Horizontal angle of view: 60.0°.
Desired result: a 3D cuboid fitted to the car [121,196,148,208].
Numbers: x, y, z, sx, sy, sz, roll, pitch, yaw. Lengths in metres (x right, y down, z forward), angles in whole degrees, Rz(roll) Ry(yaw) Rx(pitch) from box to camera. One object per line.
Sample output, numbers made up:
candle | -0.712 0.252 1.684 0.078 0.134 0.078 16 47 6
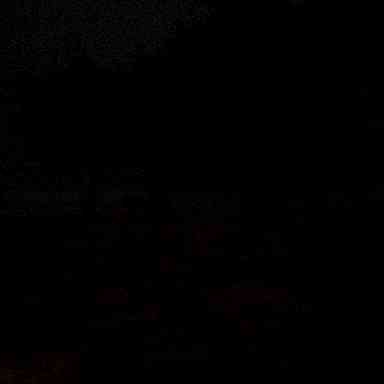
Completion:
car | -10.068 1.735 58.799 2.150 2.045 5.566 2 1 32

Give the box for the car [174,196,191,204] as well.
car | -2.007 1.751 72.319 2.097 1.767 4.553 2 1 29
